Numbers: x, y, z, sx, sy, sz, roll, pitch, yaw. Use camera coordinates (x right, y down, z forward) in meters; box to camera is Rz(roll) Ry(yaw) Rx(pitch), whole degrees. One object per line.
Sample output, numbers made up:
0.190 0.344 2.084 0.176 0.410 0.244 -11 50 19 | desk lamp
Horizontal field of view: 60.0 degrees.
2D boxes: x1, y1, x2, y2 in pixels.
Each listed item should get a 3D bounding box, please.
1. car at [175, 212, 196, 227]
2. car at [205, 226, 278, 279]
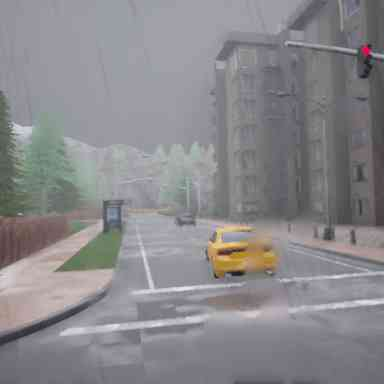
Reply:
-0.809 3.043 37.274 2.128 1.511 4.902 -1 -3 -10 | car
1.563 1.949 11.665 1.882 1.535 5.008 -4 -3 0 | car
